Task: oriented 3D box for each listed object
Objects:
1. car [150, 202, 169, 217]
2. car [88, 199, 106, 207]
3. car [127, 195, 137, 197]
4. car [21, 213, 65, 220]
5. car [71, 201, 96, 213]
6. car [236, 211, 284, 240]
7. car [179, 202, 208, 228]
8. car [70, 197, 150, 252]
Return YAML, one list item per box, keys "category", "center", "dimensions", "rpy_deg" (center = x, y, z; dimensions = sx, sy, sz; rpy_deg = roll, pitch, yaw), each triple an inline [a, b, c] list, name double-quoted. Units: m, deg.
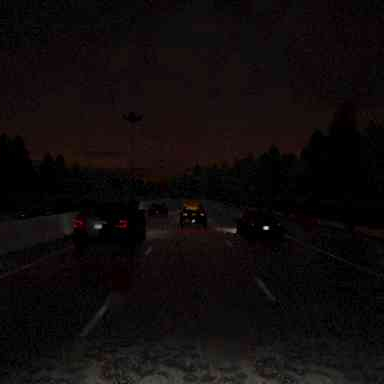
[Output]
- category: "car"
  center: [-3.543, 1.845, 35.848]
  dimensions: [2.128, 1.511, 4.902]
  rpy_deg: [0, -1, -1]
- category: "car"
  center: [-18.375, 2.177, 64.368]
  dimensions: [2.033, 1.411, 5.357]
  rpy_deg: [0, -1, -1]
- category: "car"
  center: [-15.375, 1.688, 86.081]
  dimensions: [2.150, 2.045, 5.566]
  rpy_deg: [0, -1, -1]
- category: "car"
  center: [-10.605, 1.467, 24.676]
  dimensions: [2.150, 2.045, 5.566]
  rpy_deg: [0, -1, 0]
- category: "car"
  center: [-14.459, 1.947, 44.624]
  dimensions: [1.837, 1.490, 4.892]
  rpy_deg: [0, -1, -2]
- category: "car"
  center: [3.602, 1.744, 18.167]
  dimensions: [1.994, 1.385, 4.181]
  rpy_deg: [0, -1, 0]
- category: "car"
  center: [0.097, 1.732, 24.290]
  dimensions: [2.128, 1.511, 4.902]
  rpy_deg: [0, -1, 0]
- category: "car"
  center: [-3.399, 1.367, 14.702]
  dimensions: [2.150, 2.045, 5.566]
  rpy_deg: [0, -1, 0]
